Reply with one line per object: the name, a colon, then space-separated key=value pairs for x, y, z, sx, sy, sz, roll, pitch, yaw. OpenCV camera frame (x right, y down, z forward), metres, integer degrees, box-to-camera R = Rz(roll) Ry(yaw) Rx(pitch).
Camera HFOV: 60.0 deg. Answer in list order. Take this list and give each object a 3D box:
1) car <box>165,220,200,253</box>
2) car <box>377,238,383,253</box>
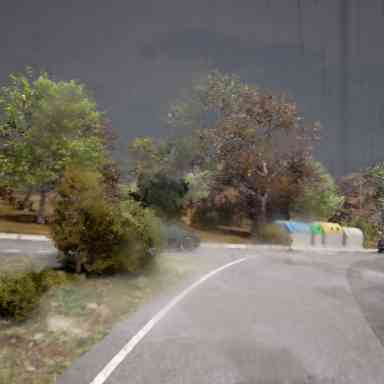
car: x=-1.729 y=1.592 z=13.281 sx=4.181 sy=1.385 sz=1.994 roll=8 pitch=-6 yaw=-30
car: x=15.560 y=3.965 z=24.928 sx=4.674 sy=1.442 sz=1.812 roll=9 pitch=-7 yaw=-39
